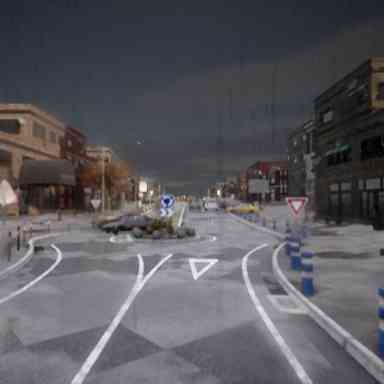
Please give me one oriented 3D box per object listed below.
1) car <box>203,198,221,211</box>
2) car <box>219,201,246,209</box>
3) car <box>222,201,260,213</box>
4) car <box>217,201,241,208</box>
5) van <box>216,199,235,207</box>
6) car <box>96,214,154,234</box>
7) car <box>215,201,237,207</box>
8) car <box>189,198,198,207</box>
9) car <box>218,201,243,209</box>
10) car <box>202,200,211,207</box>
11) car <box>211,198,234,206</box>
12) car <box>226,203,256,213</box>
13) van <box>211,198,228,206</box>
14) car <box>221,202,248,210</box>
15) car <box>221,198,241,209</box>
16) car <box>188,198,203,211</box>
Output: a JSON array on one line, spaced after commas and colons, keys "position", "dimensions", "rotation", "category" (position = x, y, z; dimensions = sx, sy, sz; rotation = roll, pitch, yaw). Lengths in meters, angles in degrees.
[{"position": [3.480, 2.356, 60.270], "dimensions": [2.150, 2.045, 5.566], "rotation": [0, 0, -1], "category": "car"}, {"position": [8.041, 2.658, 66.599], "dimensions": [5.008, 1.535, 2.097], "rotation": [0, 0, -1], "category": "car"}, {"position": [8.020, 2.595, 52.818], "dimensions": [5.366, 1.575, 1.946], "rotation": [0, 0, -1], "category": "car"}, {"position": [7.989, 2.709, 72.112], "dimensions": [4.892, 1.521, 2.231], "rotation": [0, -1, -1], "category": "car"}, {"position": [8.003, 2.581, 80.261], "dimensions": [4.442, 1.987, 1.878], "rotation": [0, -1, -1], "category": "van"}, {"position": [-4.750, 2.480, 26.280], "dimensions": [5.357, 1.411, 2.033], "rotation": [1, -2, -34], "category": "car"}, {"position": [7.923, 2.771, 77.622], "dimensions": [5.008, 1.535, 2.097], "rotation": [0, -1, -1], "category": "car"}, {"position": [0.296, 2.327, 76.012], "dimensions": [2.150, 2.045, 5.566], "rotation": [0, -1, -1], "category": "car"}, {"position": [8.020, 2.682, 69.355], "dimensions": [4.892, 1.521, 2.231], "rotation": [0, -1, -1], "category": "car"}, {"position": [3.296, 2.603, 76.013], "dimensions": [1.837, 1.490, 4.892], "rotation": [0, -1, -1], "category": "car"}, {"position": [7.793, 2.643, 85.896], "dimensions": [5.566, 2.045, 2.435], "rotation": [0, -1, -1], "category": "car"}, {"position": [8.177, 2.643, 55.577], "dimensions": [4.674, 1.452, 2.002], "rotation": [0, 0, -1], "category": "car"}, {"position": [7.641, 2.768, 91.405], "dimensions": [4.442, 1.987, 1.878], "rotation": [0, -1, -1], "category": "van"}, {"position": [8.083, 2.639, 63.844], "dimensions": [5.008, 1.535, 2.097], "rotation": [0, 0, -1], "category": "car"}, {"position": [8.139, 2.372, 61.089], "dimensions": [5.566, 2.045, 2.435], "rotation": [0, 0, -1], "category": "car"}, {"position": [0.479, 2.489, 60.234], "dimensions": [2.097, 1.767, 4.553], "rotation": [0, 0, -1], "category": "car"}]
